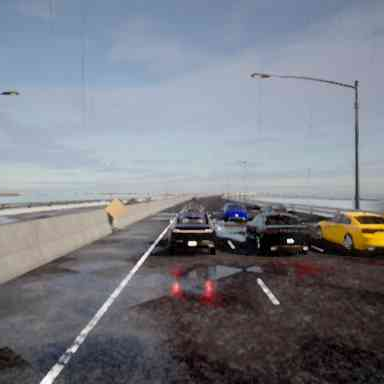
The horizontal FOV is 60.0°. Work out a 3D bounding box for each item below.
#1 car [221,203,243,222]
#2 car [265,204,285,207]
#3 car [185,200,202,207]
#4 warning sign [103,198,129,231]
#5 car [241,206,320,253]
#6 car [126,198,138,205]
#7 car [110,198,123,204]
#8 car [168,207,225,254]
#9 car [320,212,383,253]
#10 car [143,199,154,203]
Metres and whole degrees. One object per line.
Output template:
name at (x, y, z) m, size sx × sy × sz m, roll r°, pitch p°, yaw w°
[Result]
car at (3.650, 1.748, 29.302) m, size 1.882 × 1.535 × 5.008 m, roll 0°, pitch 0°, yaw 1°
car at (7.146, 1.761, 29.092) m, size 2.128 × 1.511 × 4.902 m, roll 0°, pitch 0°, yaw 1°
car at (0.147, 1.762, 29.171) m, size 2.128 × 1.511 × 4.902 m, roll 0°, pitch 0°, yaw 1°
warning sign at (-4.495, 1.300, 19.687) m, size 1.300 × 1.860 × 1.060 m, roll 0°, pitch -1°, yaw 0°
car at (3.538, 1.614, 14.365) m, size 1.882 × 1.535 × 5.008 m, roll 0°, pitch 0°, yaw 1°
car at (-13.071, 2.110, 72.946) m, size 1.882 × 1.535 × 5.008 m, roll 0°, pitch 0°, yaw 1°
car at (-16.570, 2.159, 73.046) m, size 2.128 × 1.511 × 4.902 m, roll 0°, pitch 0°, yaw 1°
car at (0.035, 1.627, 14.193) m, size 2.128 × 1.511 × 4.902 m, roll 0°, pitch 0°, yaw 0°
car at (7.038, 1.614, 14.335) m, size 1.882 × 1.535 × 5.008 m, roll 0°, pitch 0°, yaw 0°
car at (-9.572, 2.184, 72.847) m, size 1.994 × 1.385 × 4.181 m, roll 0°, pitch 0°, yaw 1°
